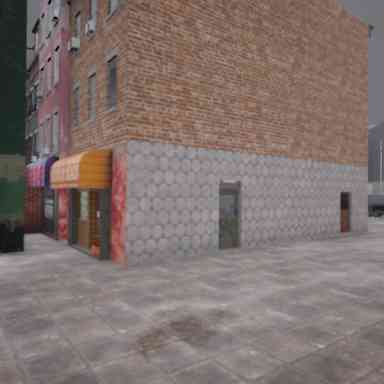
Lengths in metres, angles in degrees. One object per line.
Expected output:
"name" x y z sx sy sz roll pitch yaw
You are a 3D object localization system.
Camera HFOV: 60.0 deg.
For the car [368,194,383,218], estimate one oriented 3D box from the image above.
"car" 16.230 1.188 27.020 2.150 2.045 5.566 1 0 -36
